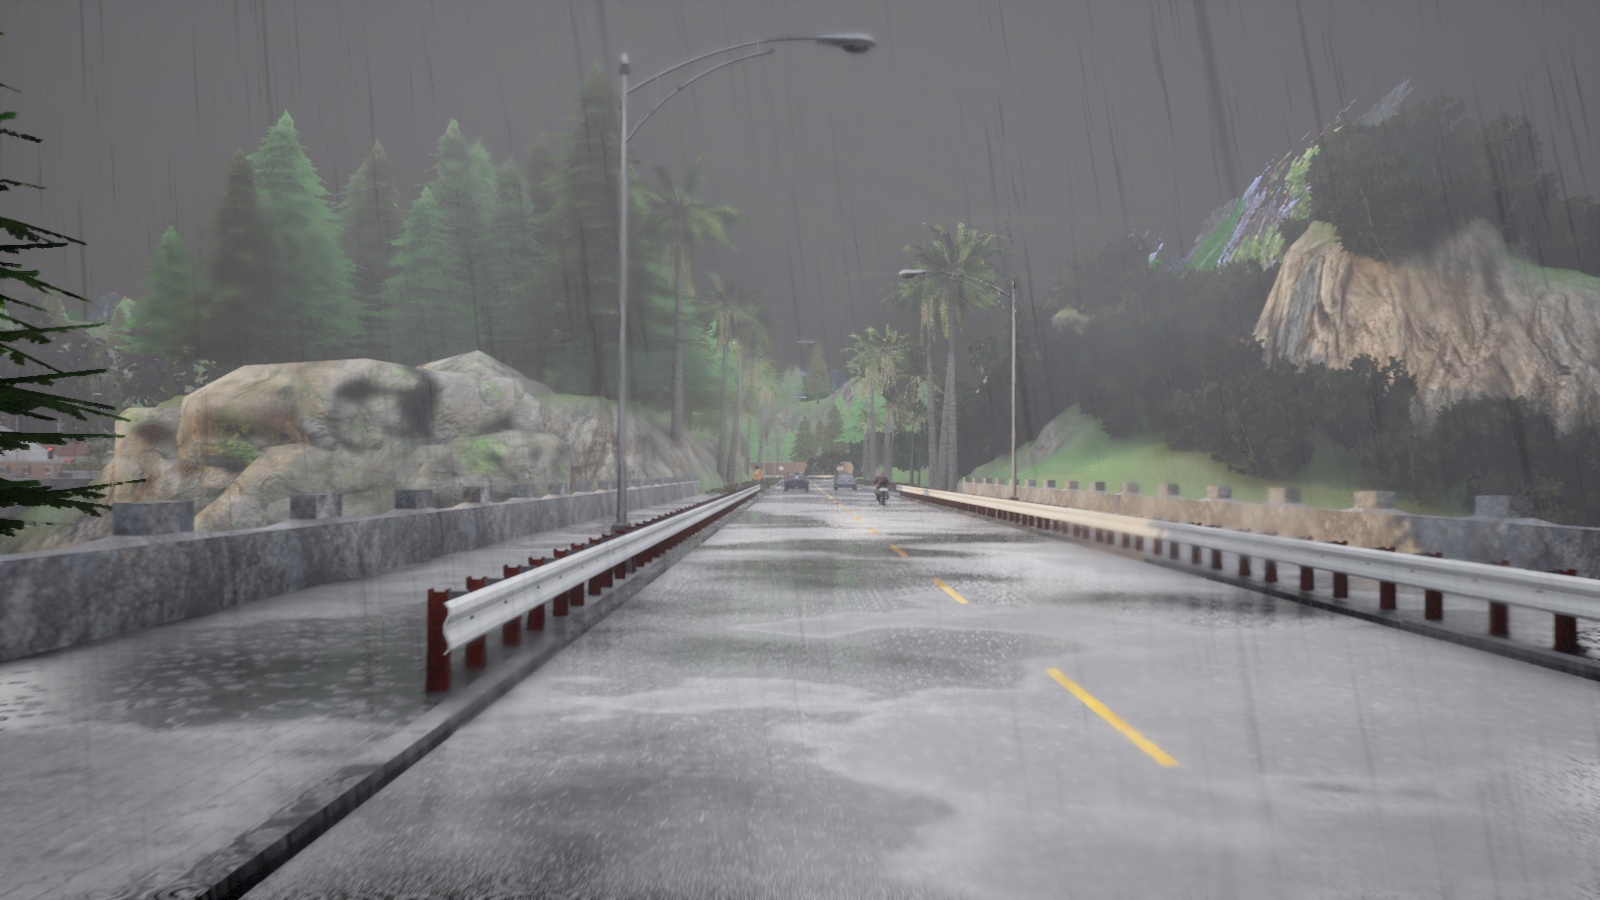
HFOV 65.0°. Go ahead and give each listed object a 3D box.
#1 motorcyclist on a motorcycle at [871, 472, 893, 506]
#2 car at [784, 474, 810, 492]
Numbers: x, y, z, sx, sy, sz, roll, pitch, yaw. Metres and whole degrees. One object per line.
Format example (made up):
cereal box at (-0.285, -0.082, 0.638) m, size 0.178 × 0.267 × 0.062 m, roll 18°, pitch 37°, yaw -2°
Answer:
motorcyclist on a motorcycle at (3.850, 1.824, 59.152) m, size 0.866 × 1.530 × 2.191 m, roll 0°, pitch -1°, yaw 0°
car at (-0.236, 2.505, 94.902) m, size 1.895 × 1.301 × 4.718 m, roll 0°, pitch -1°, yaw 0°
